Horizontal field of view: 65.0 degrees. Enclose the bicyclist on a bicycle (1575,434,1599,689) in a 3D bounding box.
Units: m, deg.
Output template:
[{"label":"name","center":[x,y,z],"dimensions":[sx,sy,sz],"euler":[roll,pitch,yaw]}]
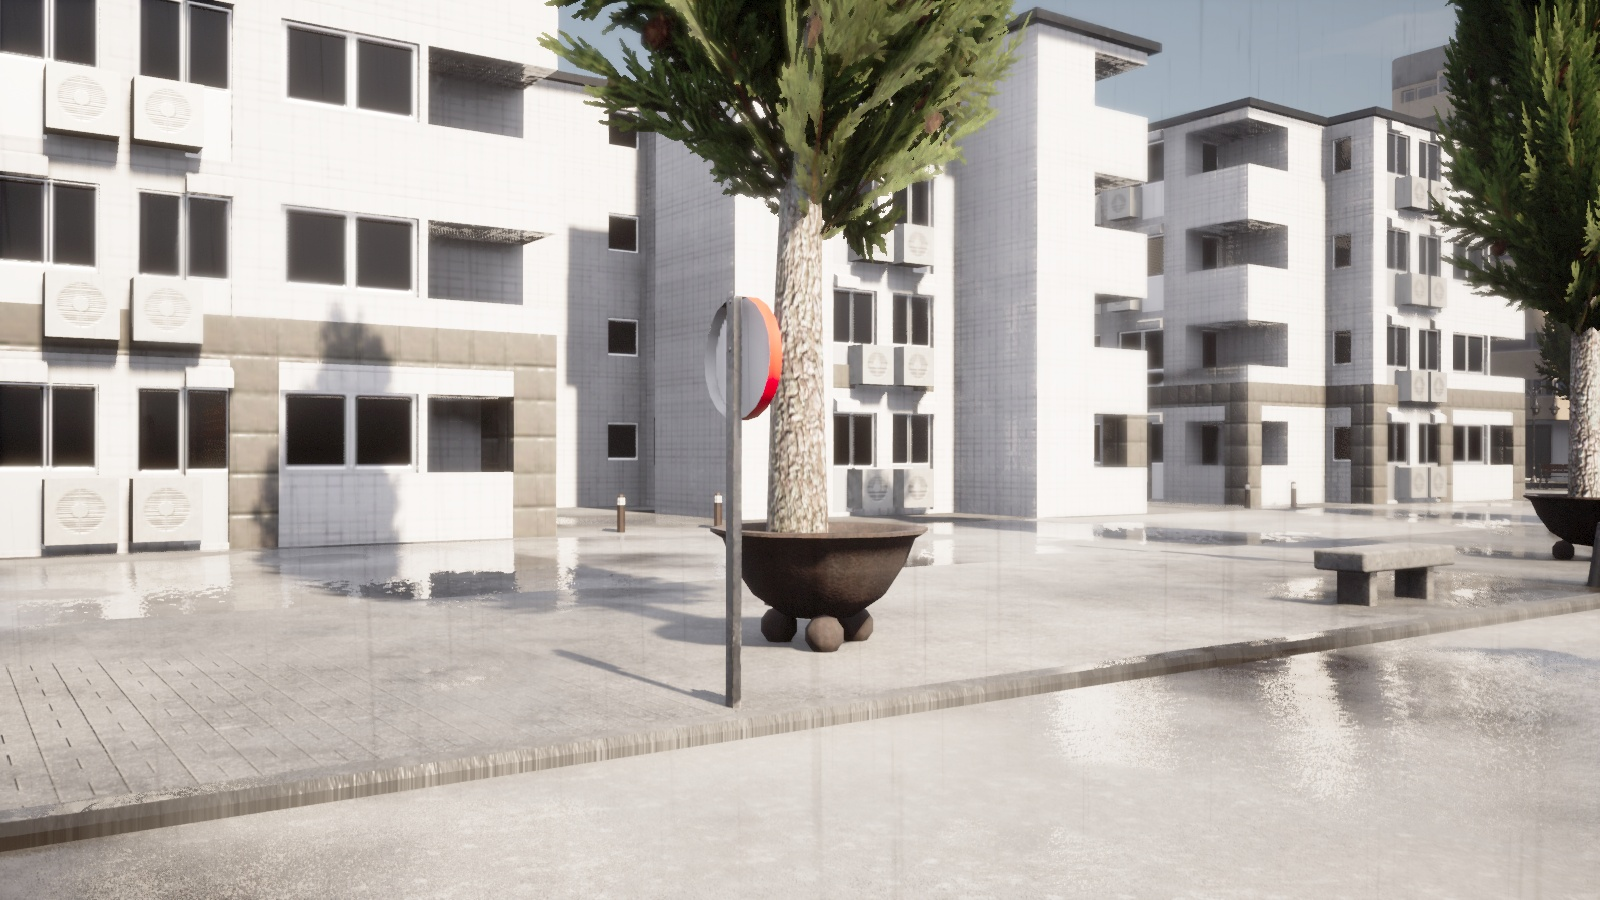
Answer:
[{"label":"bicyclist on a bicycle","center":[5.855,0.706,8.344],"dimensions":[1.656,1.620,0.582],"euler":[0,0,-35]}]
